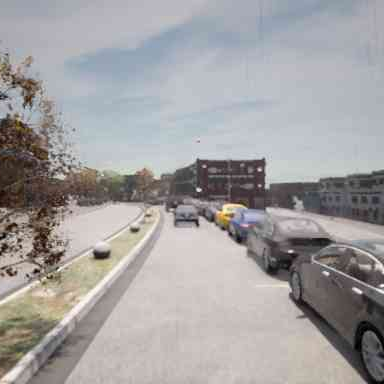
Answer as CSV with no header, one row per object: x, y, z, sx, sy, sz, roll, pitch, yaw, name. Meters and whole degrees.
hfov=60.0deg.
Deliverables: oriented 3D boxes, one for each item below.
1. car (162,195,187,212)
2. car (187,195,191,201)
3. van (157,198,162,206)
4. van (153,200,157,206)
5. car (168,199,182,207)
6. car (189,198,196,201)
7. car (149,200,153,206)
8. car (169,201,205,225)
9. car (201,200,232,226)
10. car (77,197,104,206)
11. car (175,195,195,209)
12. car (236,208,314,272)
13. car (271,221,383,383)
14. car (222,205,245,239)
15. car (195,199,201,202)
-2.302,1.450,42.593,2.150,2.045,5.566,0,0,-8,car
-0.323,1.651,49.508,2.185,1.767,4.553,0,-1,-9,car
-6.143,2.173,76.750,1.878,1.987,4.442,0,-2,-14,van
-7.628,2.363,82.082,1.878,1.987,4.442,0,-2,-15,van
-3.487,2.121,65.851,2.002,1.452,4.674,0,-1,-12,car
1.209,1.720,38.556,2.002,1.452,4.674,0,0,-6,car
-9.185,2.820,87.303,2.163,1.488,4.792,0,-2,-16,car
-0.509,1.655,24.935,2.033,1.411,5.357,0,0,-4,car
2.290,1.479,27.362,2.185,1.767,4.553,0,0,-4,car
-22.097,2.118,72.554,5.566,2.045,2.435,0,-2,-15,car
-1.262,1.605,55.040,2.435,2.045,5.566,0,-1,-10,car
2.986,1.499,10.758,2.231,1.521,4.892,0,0,0,car
2.996,1.484,5.238,2.231,1.521,4.892,0,0,0,car
2.872,1.570,16.305,2.002,1.452,4.674,0,0,-1,car
1.793,1.672,33.068,2.163,1.488,4.792,0,0,-5,car
